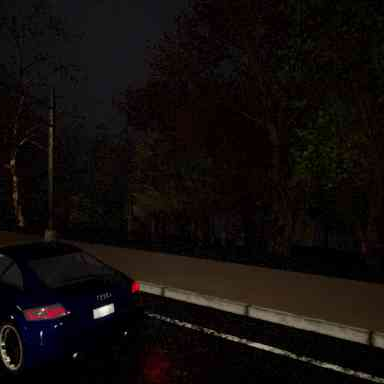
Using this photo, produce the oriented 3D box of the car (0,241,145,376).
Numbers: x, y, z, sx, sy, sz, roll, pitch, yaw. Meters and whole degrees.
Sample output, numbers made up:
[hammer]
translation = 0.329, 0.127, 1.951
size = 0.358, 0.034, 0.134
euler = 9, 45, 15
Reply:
[car]
translation = -2.786, 1.563, 5.654
size = 4.181, 1.385, 1.994
euler = 0, 0, 37
